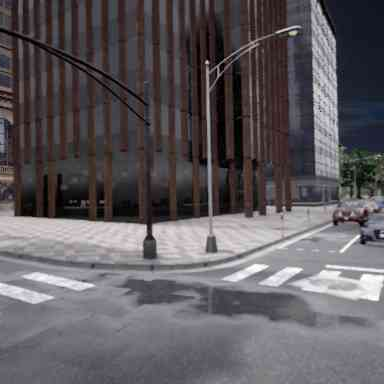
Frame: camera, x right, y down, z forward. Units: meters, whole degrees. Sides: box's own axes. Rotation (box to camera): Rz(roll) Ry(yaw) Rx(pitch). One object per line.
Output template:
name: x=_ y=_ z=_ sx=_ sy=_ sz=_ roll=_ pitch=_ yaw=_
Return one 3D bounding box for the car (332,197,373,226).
car: x=11.943 y=1.505 z=24.977 sx=2.192 sy=1.841 sz=5.009 roll=-2 pitch=-1 yaw=33

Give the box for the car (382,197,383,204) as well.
car: x=44.108 y=1.914 z=75.203 sx=1.752 sy=1.417 sz=4.829 roll=-2 pitch=-1 yaw=33

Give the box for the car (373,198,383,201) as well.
car: x=20.652 y=1.766 z=38.569 sx=1.752 sy=1.417 sz=4.829 roll=-2 pitch=-1 yaw=33

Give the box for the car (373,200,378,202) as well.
car: x=17.813 y=1.806 z=34.131 sx=1.802 sy=1.307 sz=4.206 roll=-2 pitch=-1 yaw=33

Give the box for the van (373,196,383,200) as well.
van: x=26.604 y=1.618 z=47.874 sx=1.690 sy=1.788 sz=3.998 roll=-2 pitch=-1 yaw=33

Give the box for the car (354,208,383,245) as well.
car: x=9.106 y=1.655 z=15.586 sx=1.994 sy=1.385 sz=4.181 roll=-2 pitch=-1 yaw=33

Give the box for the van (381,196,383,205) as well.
van: x=41.264 y=1.711 z=70.770 sx=1.690 sy=1.788 sz=3.998 roll=-2 pitch=-1 yaw=33

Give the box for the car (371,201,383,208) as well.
car: x=13.980 y=1.595 z=23.183 sx=1.882 sy=1.535 sz=5.008 roll=-2 pitch=-1 yaw=33
